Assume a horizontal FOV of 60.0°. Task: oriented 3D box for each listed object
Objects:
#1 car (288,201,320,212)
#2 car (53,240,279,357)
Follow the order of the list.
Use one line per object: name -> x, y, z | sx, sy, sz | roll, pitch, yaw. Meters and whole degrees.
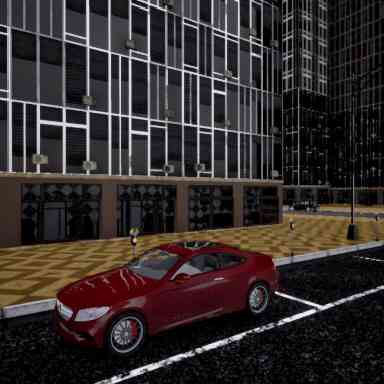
car -> 15.182, 1.899, 45.290 | 2.008, 1.369, 4.403 | -1, 0, -36
car -> -0.209, 1.582, 5.951 | 4.206, 1.307, 1.802 | 0, 0, -35
